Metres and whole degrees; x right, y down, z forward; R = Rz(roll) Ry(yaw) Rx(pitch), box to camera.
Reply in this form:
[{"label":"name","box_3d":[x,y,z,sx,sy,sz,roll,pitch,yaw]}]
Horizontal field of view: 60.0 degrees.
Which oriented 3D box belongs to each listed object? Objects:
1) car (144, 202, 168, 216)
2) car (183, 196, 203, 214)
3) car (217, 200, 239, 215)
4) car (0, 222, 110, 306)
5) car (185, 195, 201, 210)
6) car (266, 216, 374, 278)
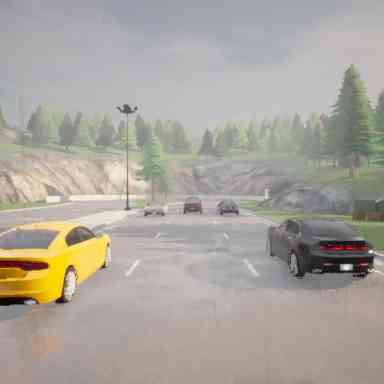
[{"label":"car","box_3d":[-3.404,1.600,32.095,1.895,1.301,4.718,0,0,0]},{"label":"car","box_3d":[0.088,1.477,35.341,1.882,1.535,5.008,0,0,0]},{"label":"car","box_3d":[3.595,1.546,33.702,2.033,1.411,5.357,0,0,0]},{"label":"car","box_3d":[-3.402,1.477,8.162,1.882,1.535,5.008,0,0,0]},{"label":"car","box_3d":[0.188,1.351,44.569,2.097,1.767,4.553,0,0,1]},{"label":"car","box_3d":[3.599,1.504,10.162,1.837,1.490,4.892,0,0,0]}]
